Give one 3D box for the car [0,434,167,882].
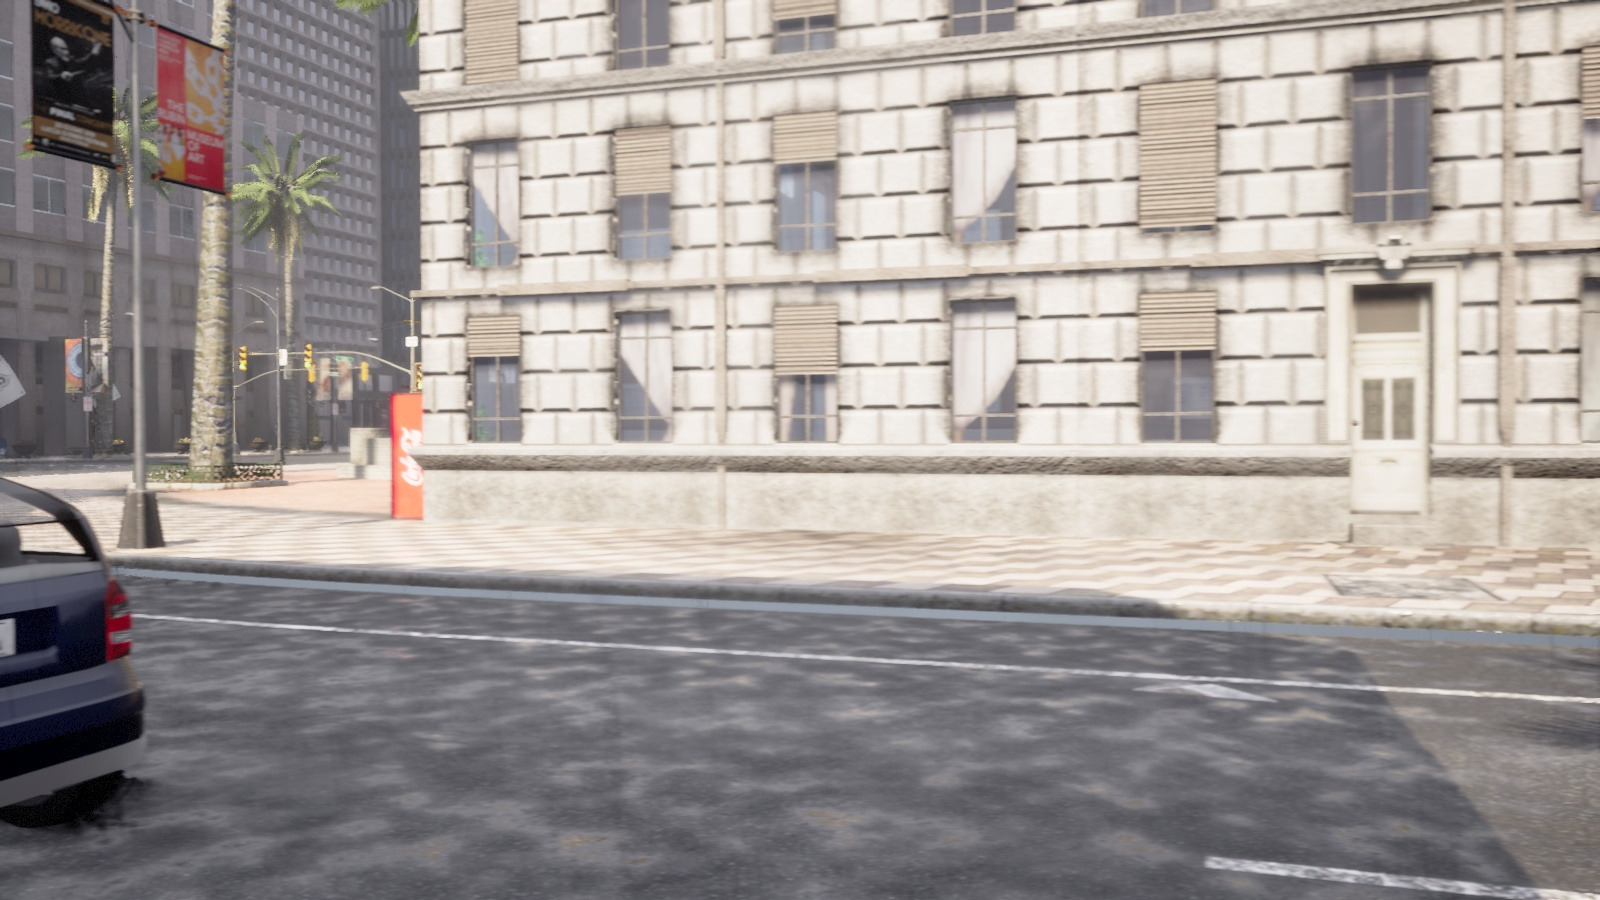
[{"bbox_3d":[-4.589,0.712,4.770,3.705,1.549,1.789,1,1,18],"label":"car"}]
